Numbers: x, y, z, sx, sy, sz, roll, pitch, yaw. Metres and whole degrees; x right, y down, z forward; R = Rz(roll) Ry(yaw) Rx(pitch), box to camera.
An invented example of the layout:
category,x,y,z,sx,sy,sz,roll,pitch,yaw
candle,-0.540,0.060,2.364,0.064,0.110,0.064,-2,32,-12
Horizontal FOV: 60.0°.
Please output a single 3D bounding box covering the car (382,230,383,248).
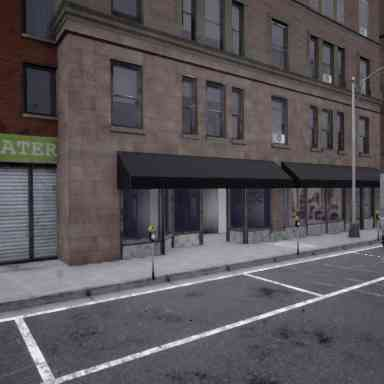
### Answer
category,x,y,z,sx,sy,sz,roll,pitch,yaw
car,9.199,1.540,13.104,4.507,1.381,1.887,0,-1,-35
